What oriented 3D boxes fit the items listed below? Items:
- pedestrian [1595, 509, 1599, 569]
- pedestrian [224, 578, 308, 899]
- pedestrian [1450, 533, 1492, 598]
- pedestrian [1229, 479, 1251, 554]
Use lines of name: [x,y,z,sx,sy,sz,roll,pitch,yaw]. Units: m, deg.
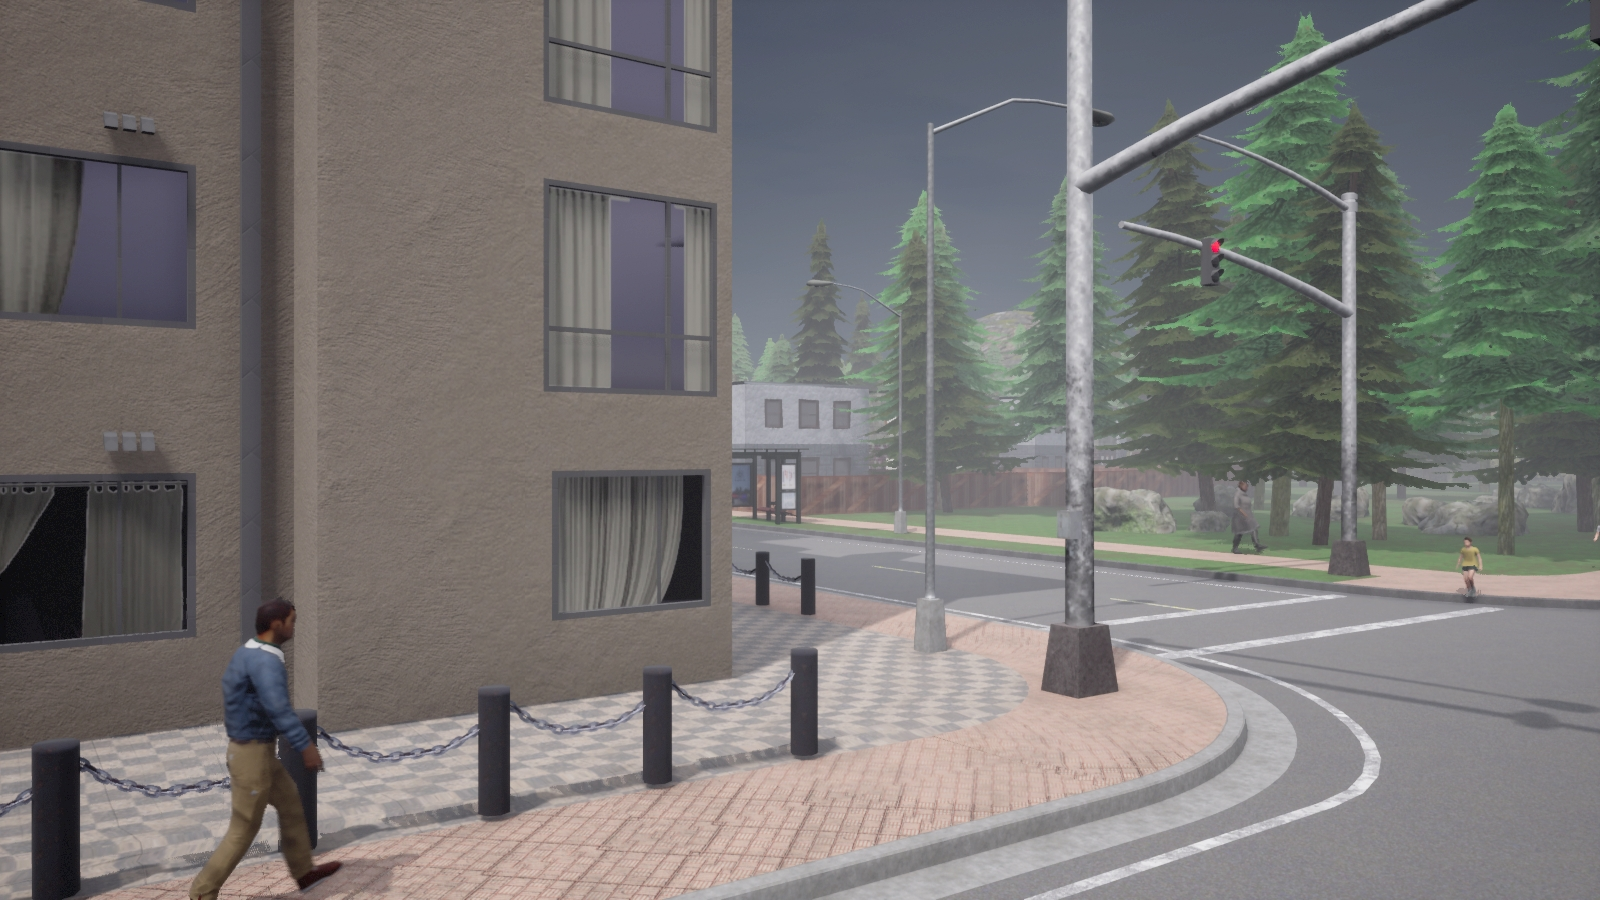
pedestrian: [17.569,1.943,24.807,0.375,1.300,0.375,0,0,-27]
pedestrian: [-3.059,1.694,6.542,0.375,1.860,0.375,0,0,-35]
pedestrian: [12.146,2.076,20.680,0.500,1.100,0.500,0,0,-38]
pedestrian: [11.086,1.676,28.786,0.375,1.860,0.375,0,0,-33]
